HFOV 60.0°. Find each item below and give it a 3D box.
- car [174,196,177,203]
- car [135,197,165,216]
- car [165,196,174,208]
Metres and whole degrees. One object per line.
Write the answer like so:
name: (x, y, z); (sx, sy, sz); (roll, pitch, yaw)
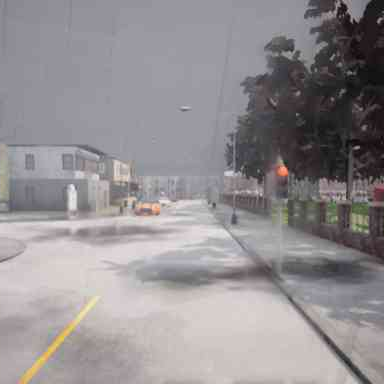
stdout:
car: (-3.963, 1.526, 68.489); (2.033, 1.411, 5.357); (0, 0, 0)
car: (-4.079, 1.342, 31.643); (2.097, 1.767, 4.553); (0, 0, 0)
car: (-4.061, 1.510, 47.903); (1.812, 1.442, 4.674); (0, 0, 0)
